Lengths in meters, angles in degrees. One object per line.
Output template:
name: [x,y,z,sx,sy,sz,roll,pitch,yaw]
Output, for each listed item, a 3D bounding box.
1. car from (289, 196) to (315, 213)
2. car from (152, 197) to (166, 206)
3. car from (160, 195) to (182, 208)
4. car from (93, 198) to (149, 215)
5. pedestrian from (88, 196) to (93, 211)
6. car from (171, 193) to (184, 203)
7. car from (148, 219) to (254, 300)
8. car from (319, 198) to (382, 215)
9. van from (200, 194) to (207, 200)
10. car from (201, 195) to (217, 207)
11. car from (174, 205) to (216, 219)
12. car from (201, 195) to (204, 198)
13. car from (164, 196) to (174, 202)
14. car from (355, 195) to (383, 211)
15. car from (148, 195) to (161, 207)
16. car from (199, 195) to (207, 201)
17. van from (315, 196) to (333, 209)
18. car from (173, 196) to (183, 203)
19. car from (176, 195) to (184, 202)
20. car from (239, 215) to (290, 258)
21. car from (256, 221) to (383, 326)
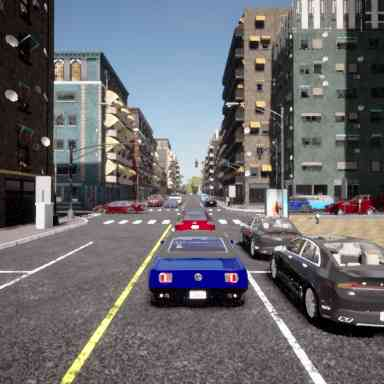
car: [10.056,1.298,34.971,4.553,1.767,2.097,0,-1,1]
car: [-5.530,1.566,56.357,1.887,1.381,4.507,1,0,0]
car: [-2.974,1.565,48.709,2.033,1.411,5.357,0,0,1]
car: [-7.627,1.632,35.141,5.357,1.411,2.033,0,-1,1]
pedestrian: [-12.421,1.347,40.729,0.375,1.860,0.375,0,0,1]
car: [-2.923,1.244,58.710,2.150,2.045,5.566,0,0,1]
car: [0.121,1.603,8.347,1.895,1.301,4.718,0,0,0]
car: [13.780,1.413,29.133,4.206,1.307,1.802,0,0,1]
van: [2.911,1.373,78.580,1.690,1.788,3.998,1,0,0]
car: [2.835,1.585,50.724,1.947,1.339,4.313,1,0,0]
car: [0.140,1.570,17.210,1.994,1.385,4.181,0,0,0]
car: [2.849,1.603,56.294,1.802,1.307,4.206,1,0,0]
car: [-5.471,1.597,78.641,1.947,1.339,4.313,1,0,0]
car: [19.390,1.228,37.460,5.009,1.841,2.192,0,0,1]
car: [-5.541,1.334,50.786,2.192,1.841,5.009,1,0,0]
car: [2.938,1.581,89.721,1.887,1.381,4.507,1,0,0]
van: [13.863,1.296,37.514,3.998,1.788,1.690,0,0,1]
car: [-2.827,1.591,68.652,1.994,1.385,4.181,0,0,0]
car: [-2.791,1.532,79.061,1.837,1.490,4.892,0,0,0]
car: [2.863,1.555,12.530,2.008,1.369,4.403,1,0,0]
car: [2.848,1.553,6.961,2.008,1.369,4.403,1,0,0]
